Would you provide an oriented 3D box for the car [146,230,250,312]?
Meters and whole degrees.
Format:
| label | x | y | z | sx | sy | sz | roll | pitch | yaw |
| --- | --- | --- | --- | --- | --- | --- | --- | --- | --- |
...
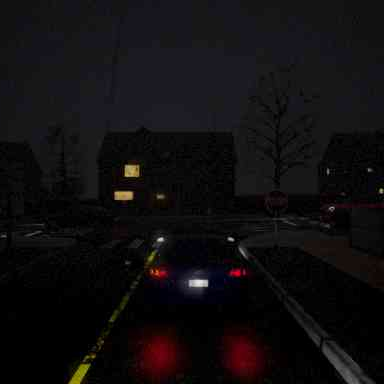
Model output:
| label | x | y | z | sx | sy | sz | roll | pitch | yaw |
| --- | --- | --- | --- | --- | --- | --- | --- | --- | --- |
| car | 0.092 | 1.564 | 7.818 | 1.994 | 1.385 | 4.181 | 0 | 0 | -1 |

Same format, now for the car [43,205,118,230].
| label | x | y | z | sx | sy | sz | roll | pitch | yaw |
| --- | --- | --- | --- | --- | --- | --- | --- | --- | --- |
| car | -7.286 | 1.630 | 21.901 | 4.674 | 1.442 | 1.812 | -1 | 1 | 0 |

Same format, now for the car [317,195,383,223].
| label | x | y | z | sx | sy | sz | roll | pitch | yaw |
| --- | --- | --- | --- | --- | --- | --- | --- | --- | --- |
| car | 10.731 | 1.032 | 21.944 | 4.553 | 1.767 | 2.097 | -1 | 1 | 0 |
